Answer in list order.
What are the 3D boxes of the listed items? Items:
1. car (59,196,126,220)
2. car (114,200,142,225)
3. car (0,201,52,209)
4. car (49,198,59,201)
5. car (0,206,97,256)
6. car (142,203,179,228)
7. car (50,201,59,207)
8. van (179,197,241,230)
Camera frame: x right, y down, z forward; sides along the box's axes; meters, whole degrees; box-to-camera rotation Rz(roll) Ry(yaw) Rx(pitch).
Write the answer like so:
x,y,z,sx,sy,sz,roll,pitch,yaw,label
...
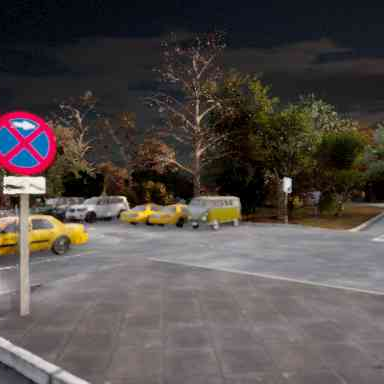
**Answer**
x,y,z,sx,sy,sz,roll,pitch,yaw,label
-7.672,1.408,27.739,2.435,2.045,5.566,-2,-1,35,car
-2.871,1.564,24.621,1.946,1.575,5.366,-1,-1,35,car
-8.477,1.414,13.376,2.185,1.767,4.553,-1,0,35,car
-12.152,1.530,30.862,2.435,2.045,5.566,-2,-1,35,car
-6.215,1.507,11.519,1.946,1.575,5.366,-1,0,35,car
-0.695,1.531,23.089,1.946,1.575,5.366,-1,0,35,car
-9.946,1.721,29.351,2.231,1.521,4.892,-2,-1,35,car
1.414,1.280,21.235,1.878,1.987,4.442,-1,0,35,van
